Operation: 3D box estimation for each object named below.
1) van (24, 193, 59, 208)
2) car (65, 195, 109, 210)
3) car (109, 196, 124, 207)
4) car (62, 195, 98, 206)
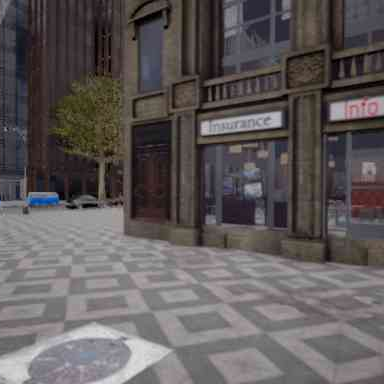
[{"bbox_3d":[-18.730,0.961,41.611,1.690,1.788,3.998,1,1,36],"label":"van"},{"bbox_3d":[-11.816,1.258,36.629,1.947,1.339,4.313,1,2,36],"label":"car"},{"bbox_3d":[-8.525,1.167,41.180,1.887,1.381,4.507,2,2,36],"label":"car"},{"bbox_3d":[-15.441,1.100,46.167,2.008,1.369,4.403,2,2,36],"label":"car"}]
